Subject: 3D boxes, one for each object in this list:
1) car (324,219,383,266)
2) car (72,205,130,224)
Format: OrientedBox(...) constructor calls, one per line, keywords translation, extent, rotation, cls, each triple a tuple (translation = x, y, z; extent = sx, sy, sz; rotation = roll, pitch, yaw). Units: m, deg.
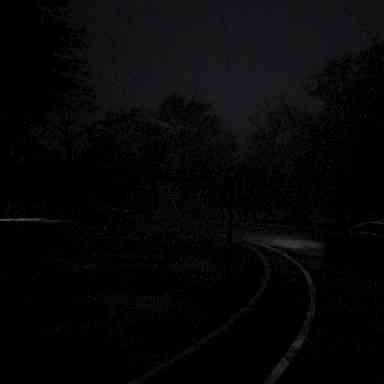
OrientedBox(translation=(5.989, 1.546, 10.036), extent=(2.128, 1.511, 4.902), rotation=(-1, 0, -12), cls="car")
OrientedBox(translation=(-7.599, 1.793, 27.746), extent=(4.902, 1.511, 2.128), rotation=(0, -1, 12), cls="car")
